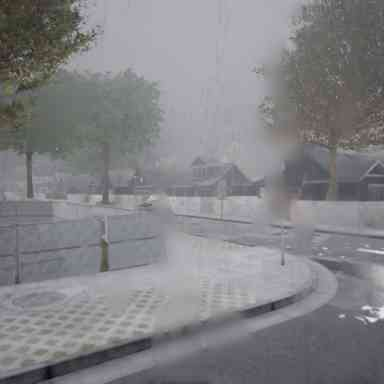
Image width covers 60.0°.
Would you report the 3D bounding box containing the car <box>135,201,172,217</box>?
[{"bbox_3d":[-3.454,1.434,29.150,1.994,1.385,4.181,0,0,-35],"label":"car"}]
